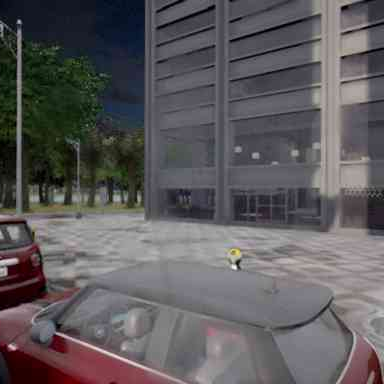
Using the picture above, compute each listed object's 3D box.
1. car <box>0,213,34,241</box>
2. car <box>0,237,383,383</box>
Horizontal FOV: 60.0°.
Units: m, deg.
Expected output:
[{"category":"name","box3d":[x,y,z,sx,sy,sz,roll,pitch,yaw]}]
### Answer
[{"category":"car","box3d":[-4.871,1.307,6.429,5.009,1.841,2.192,0,0,35]},{"category":"car","box3d":[-0.441,1.438,3.276,4.097,1.590,1.967,0,0,35]}]
